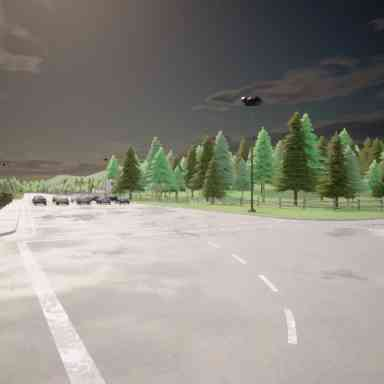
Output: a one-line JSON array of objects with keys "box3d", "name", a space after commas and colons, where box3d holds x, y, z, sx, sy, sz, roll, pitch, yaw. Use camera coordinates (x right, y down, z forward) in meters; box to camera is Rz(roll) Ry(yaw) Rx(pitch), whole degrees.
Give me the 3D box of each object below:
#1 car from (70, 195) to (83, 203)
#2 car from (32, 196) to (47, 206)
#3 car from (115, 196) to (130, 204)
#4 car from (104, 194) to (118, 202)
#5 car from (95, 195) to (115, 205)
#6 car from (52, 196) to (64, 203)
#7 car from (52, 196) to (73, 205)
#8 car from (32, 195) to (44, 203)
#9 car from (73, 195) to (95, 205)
[{"box3d": [-23.391, 1.357, 67.227, 1.812, 1.442, 4.674, 0, 0, -27], "name": "car"}, {"box3d": [-25.699, 1.505, 56.347, 1.837, 1.490, 4.892, 0, 0, -26], "name": "car"}, {"box3d": [-13.037, 1.601, 62.193, 1.895, 1.301, 4.718, 0, 0, -27], "name": "car"}, {"box3d": [-17.133, 1.310, 70.364, 1.882, 1.535, 5.008, 0, 0, -27], "name": "car"}, {"box3d": [-16.152, 1.492, 60.597, 2.128, 1.511, 4.902, 0, 0, -27], "name": "car"}, {"box3d": [-26.533, 1.428, 65.685, 1.895, 1.301, 4.718, 0, 0, -27], "name": "car"}, {"box3d": [-22.410, 1.492, 57.460, 2.128, 1.511, 4.902, 0, 0, -27], "name": "car"}, {"box3d": [-29.649, 1.385, 64.089, 1.994, 1.385, 4.181, 0, 0, -27], "name": "car"}, {"box3d": [-19.281, 1.492, 59.029, 2.128, 1.511, 4.902, 0, 0, -27], "name": "car"}]
